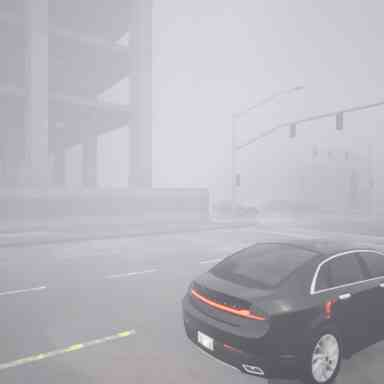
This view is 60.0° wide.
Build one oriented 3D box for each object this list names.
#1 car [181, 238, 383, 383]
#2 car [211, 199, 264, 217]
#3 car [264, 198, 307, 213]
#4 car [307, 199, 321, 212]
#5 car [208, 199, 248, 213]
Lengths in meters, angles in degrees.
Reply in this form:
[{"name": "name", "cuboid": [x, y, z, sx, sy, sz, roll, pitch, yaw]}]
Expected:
[{"name": "car", "cuboid": [2.143, 1.505, 5.317, 4.892, 1.490, 1.837, 0, 0, -35]}, {"name": "car", "cuboid": [4.172, 1.601, 31.720, 1.895, 1.301, 4.718, 0, 0, -36]}, {"name": "car", "cuboid": [9.628, 1.504, 36.462, 1.837, 1.490, 4.892, 0, 0, -36]}, {"name": "car", "cuboid": [12.466, 1.491, 38.510, 2.128, 1.511, 4.902, 0, 0, -36]}, {"name": "car", "cuboid": [4.037, 1.526, 37.874, 1.812, 1.442, 4.674, 0, 0, -36]}]
